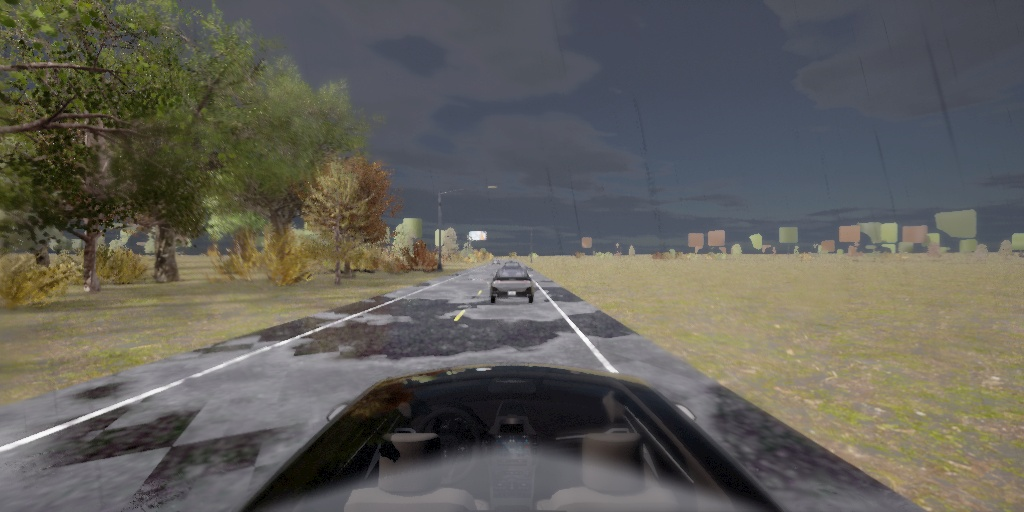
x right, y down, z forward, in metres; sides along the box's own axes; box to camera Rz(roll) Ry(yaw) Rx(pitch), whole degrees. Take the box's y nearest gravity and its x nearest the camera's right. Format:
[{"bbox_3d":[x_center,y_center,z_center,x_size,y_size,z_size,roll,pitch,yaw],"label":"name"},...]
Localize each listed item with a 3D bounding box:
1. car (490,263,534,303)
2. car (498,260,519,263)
[{"bbox_3d":[0.000,1.243,16.500,2.128,1.511,4.902,0,0,0],"label":"car"},{"bbox_3d":[0.000,1.264,31.500,1.837,1.490,4.892,0,0,0],"label":"car"}]
